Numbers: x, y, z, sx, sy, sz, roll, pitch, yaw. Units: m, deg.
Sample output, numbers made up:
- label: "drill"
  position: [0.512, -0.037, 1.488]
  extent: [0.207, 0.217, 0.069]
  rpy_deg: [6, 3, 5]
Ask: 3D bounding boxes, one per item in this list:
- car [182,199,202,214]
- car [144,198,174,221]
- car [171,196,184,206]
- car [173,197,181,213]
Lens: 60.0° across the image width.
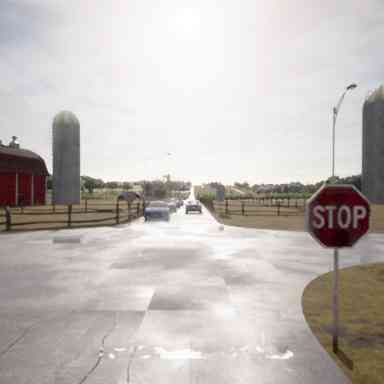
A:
- label: "car"
  position: [0.191, 1.646, 37.466]
  extent: [2.033, 1.411, 5.357]
  rpy_deg: [0, 0, 0]
- label: "car"
  position: [-2.784, 1.540, 27.661]
  extent: [1.882, 1.535, 5.008]
  rpy_deg: [0, 0, 0]
- label: "car"
  position: [-2.626, 1.627, 60.055]
  extent: [2.097, 1.767, 4.553]
  rpy_deg: [0, -1, 1]
- label: "car"
  position: [-2.749, 1.599, 39.273]
  extent: [2.128, 1.511, 4.902]
  rpy_deg: [0, 0, 0]
